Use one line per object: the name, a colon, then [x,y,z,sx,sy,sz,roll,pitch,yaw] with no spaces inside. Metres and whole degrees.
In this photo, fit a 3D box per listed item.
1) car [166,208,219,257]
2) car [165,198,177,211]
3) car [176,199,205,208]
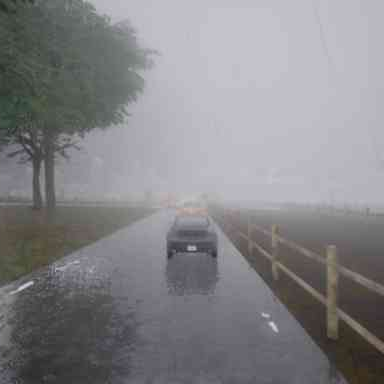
car: [0.017,1.635,13.522,1.837,1.490,4.892,0,0,0]
car: [-2.779,1.759,48.622,2.097,1.767,4.553,0,0,0]
car: [0.014,1.606,28.408,2.097,1.767,4.553,0,-1,0]
